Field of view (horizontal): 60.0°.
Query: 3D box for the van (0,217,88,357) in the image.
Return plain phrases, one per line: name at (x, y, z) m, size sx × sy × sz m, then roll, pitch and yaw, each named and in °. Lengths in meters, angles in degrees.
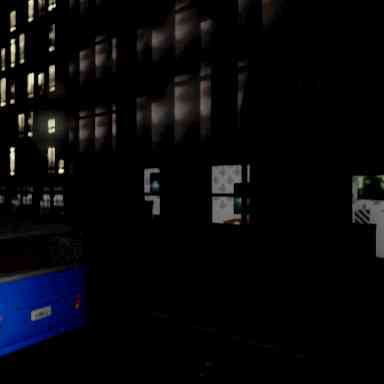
van at (-3.428, 1.301, 5.329) m, size 3.998 × 1.788 × 1.690 m, roll 0°, pitch 0°, yaw 36°
